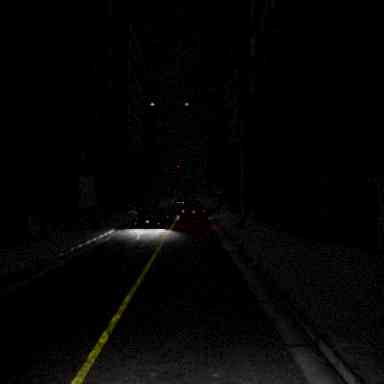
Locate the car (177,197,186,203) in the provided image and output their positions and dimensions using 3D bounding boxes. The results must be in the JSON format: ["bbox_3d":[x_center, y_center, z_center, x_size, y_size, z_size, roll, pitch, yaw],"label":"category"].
[{"bbox_3d":[-2.657,1.907,83.334,2.033,1.411,5.357,0,0,0],"label":"car"}]

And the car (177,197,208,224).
[{"bbox_3d":[0.106,1.483,26.386,2.097,1.767,4.553,0,0,-1],"label":"car"}]

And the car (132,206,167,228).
[{"bbox_3d":[-2.793,1.678,22.786,1.994,1.385,4.181,0,0,0],"label":"car"}]
